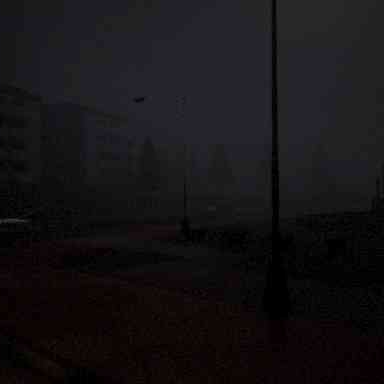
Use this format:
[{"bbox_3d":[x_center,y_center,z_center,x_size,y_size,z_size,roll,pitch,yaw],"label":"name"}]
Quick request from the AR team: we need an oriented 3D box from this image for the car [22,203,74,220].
[{"bbox_3d":[-13.414,1.813,31.198,1.812,1.442,4.674,-1,0,39],"label":"car"}]

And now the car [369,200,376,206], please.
[{"bbox_3d":[32.409,1.573,55.295,5.357,1.411,2.033,0,-1,-4],"label":"car"}]

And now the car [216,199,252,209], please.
[{"bbox_3d":[6.342,1.725,50.216,5.357,1.411,2.033,1,3,-12],"label":"car"}]
